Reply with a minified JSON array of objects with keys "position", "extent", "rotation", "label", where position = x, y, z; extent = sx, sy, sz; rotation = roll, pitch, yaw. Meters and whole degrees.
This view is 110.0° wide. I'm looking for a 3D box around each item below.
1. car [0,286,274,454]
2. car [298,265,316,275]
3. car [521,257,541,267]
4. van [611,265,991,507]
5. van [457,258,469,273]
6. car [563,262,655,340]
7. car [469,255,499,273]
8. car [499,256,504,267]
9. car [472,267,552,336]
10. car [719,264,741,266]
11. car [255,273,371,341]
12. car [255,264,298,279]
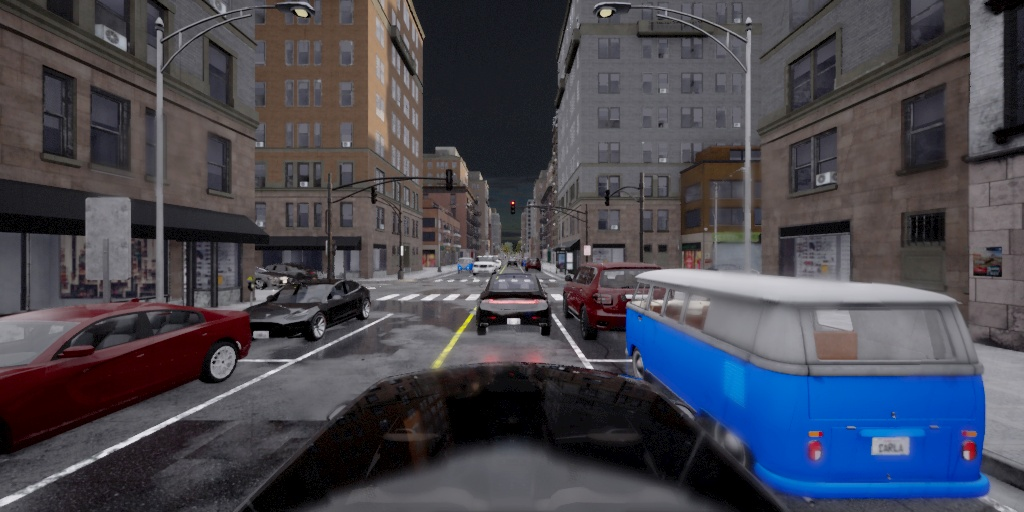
[{"position":[-5.380,1.295,4.359],"extent":[1.888,1.381,4.507],"rotation":[0,0,0],"label":"car"},{"position":[-16.048,1.314,24.621],"extent":[4.892,1.490,1.837],"rotation":[0,1,0],"label":"car"},{"position":[2.754,1.058,47.233],"extent":[2.192,1.841,5.009],"rotation":[0,0,0],"label":"car"},{"position":[2.645,1.091,4.350],"extent":[1.690,1.789,3.998],"rotation":[0,0,0],"label":"van"},{"position":[-5.364,1.085,41.833],"extent":[1.690,1.789,3.998],"rotation":[0,0,0],"label":"van"},{"position":[2.650,1.064,9.862],"extent":[2.192,1.841,5.009],"rotation":[0,0,0],"label":"car"},{"position":[-2.814,0.964,37.529],"extent":[2.150,2.045,5.566],"rotation":[0,0,0],"label":"car"},{"position":[-2.791,0.959,53.438],"extent":[2.150,2.045,5.566],"rotation":[0,1,0],"label":"car"},{"position":[0.059,1.241,10.404],"extent":[2.128,1.511,4.902],"rotation":[0,0,0],"label":"car"},{"position":[14.681,1.241,24.722],"extent":[4.181,1.385,1.994],"rotation":[0,0,0],"label":"car"},{"position":[-5.375,1.315,9.869],"extent":[1.948,1.339,4.313],"rotation":[0,0,0],"label":"car"},{"position":[-16.222,1.304,21.750],"extent":[4.902,1.511,2.128],"rotation":[0,0,0],"label":"car"}]
